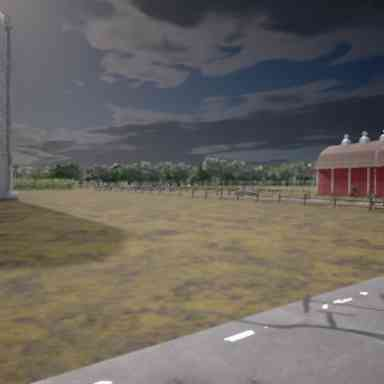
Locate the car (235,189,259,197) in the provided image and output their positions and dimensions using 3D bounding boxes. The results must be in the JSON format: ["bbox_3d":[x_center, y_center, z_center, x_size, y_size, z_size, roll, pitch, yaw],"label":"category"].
[{"bbox_3d":[11.103,0.164,67.046,2.033,1.411,5.357,0,2,-35],"label":"car"}]
